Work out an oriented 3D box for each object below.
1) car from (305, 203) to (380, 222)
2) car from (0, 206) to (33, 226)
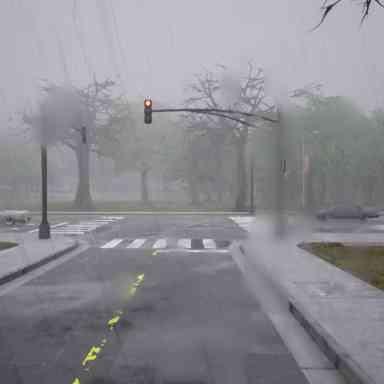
[{"bbox_3d":[11.836,1.563,26.363,5.357,1.411,2.033,0,0,0],"label":"car"},{"bbox_3d":[-13.643,1.589,22.932,4.718,1.301,1.895,0,0,0],"label":"car"}]
